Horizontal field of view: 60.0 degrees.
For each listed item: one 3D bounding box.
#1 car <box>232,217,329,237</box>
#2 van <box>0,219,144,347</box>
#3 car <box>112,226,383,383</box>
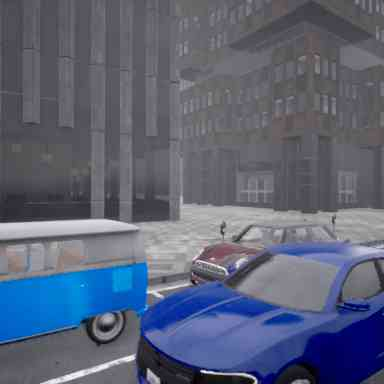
[{"bbox_3d":[1.915,1.444,7.982,4.097,1.590,1.967,0,0,-35],"label":"car"},{"bbox_3d":[-2.597,1.341,4.795,3.998,1.788,1.690,0,0,-35],"label":"van"},{"bbox_3d":[1.679,1.480,4.554,5.008,1.535,1.882,0,0,-35],"label":"car"}]
